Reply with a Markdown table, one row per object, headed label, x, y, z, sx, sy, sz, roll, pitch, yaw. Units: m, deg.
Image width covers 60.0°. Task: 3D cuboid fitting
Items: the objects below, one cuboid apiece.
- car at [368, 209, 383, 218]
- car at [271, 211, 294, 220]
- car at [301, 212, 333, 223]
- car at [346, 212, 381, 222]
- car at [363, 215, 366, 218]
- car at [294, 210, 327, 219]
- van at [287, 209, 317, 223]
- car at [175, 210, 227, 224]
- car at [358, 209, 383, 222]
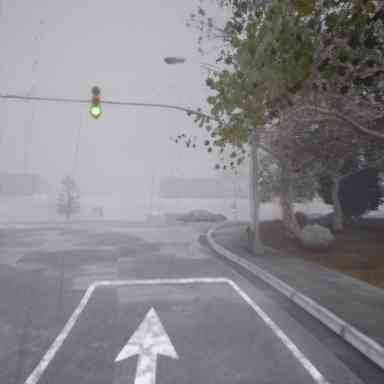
| label | x | y | z | sx | sy | sz | roll | pitch | yaw |
| --- | --- | --- | --- | --- | --- | --- | --- | --- | --- |
| car | 31.584 | 3.850 | 53.628 | 4.902 | 1.511 | 2.128 | 0 | -6 | -12 |
| car | 15.473 | 4.275 | 55.071 | 1.946 | 1.575 | 5.366 | 3 | -8 | -32 |
| car | 21.183 | 4.359 | 56.506 | 2.163 | 1.488 | 4.792 | 3 | -8 | -32 |
| car | 29.946 | 4.375 | 58.388 | 2.097 | 1.535 | 5.008 | 3 | -8 | -32 |
| car | 27.031 | 4.358 | 57.744 | 2.231 | 1.521 | 4.892 | 3 | -8 | -32 |
| car | 18.409 | 3.856 | 50.809 | 4.181 | 1.385 | 1.994 | 0 | -6 | -12 |
| van | 18.346 | 4.075 | 55.785 | 1.878 | 1.987 | 4.442 | 3 | -8 | -32 |
| car | 0.906 | 2.574 | 34.846 | 5.357 | 1.411 | 2.033 | 0 | -5 | -12 |
| car | 32.835 | 4.147 | 59.065 | 2.435 | 2.045 | 5.566 | 3 | -8 | -32 |
